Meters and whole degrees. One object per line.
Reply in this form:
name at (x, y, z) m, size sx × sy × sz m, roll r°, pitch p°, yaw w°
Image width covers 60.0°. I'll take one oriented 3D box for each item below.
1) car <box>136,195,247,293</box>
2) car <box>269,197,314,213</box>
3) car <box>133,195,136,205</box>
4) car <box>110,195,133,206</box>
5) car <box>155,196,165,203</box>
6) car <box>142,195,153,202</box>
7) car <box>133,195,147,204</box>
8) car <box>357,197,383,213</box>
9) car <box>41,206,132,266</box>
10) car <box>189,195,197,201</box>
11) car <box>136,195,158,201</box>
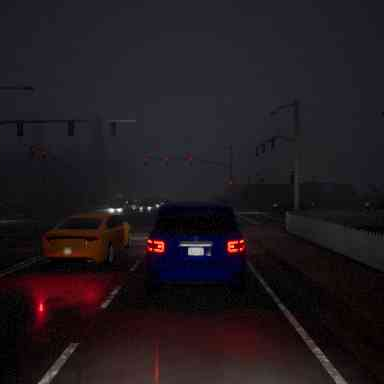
car at (0.083, 1.221, 8.990) m, size 2.150 × 2.045 × 5.566 m, roll 0°, pitch 0°, yaw 0°
car at (10.730, 1.352, 36.046) m, size 4.553 × 1.767 × 2.097 m, roll 0°, pitch 0°, yaw -1°
car at (-10.447, 1.352, 57.411) m, size 2.097 × 1.767 × 4.553 m, roll 0°, pitch 0°, yaw 0°
car at (-10.486, 1.491, 48.200) m, size 2.128 × 1.511 × 4.902 m, roll 0°, pitch 0°, yaw 0°
car at (-6.835, 1.524, 71.677) m, size 1.812 × 1.442 × 4.674 m, roll 0°, pitch 0°, yaw 0°
car at (-10.323, 1.524, 76.935) m, size 1.812 × 1.442 × 4.674 m, roll 0°, pitch 0°, yaw 0°
car at (-10.366, 1.478, 66.680) m, size 1.882 × 1.535 × 5.008 m, roll 0°, pitch 0°, yaw 1°
car at (20.511, 1.352, 36.266) m, size 4.553 × 1.767 × 2.097 m, roll 0°, pitch 0°, yaw -1°
car at (-3.397, 1.478, 11.612) m, size 1.882 × 1.535 × 5.008 m, roll 0°, pitch 0°, yaw 0°
car at (0.204, 1.540, 88.979) m, size 2.033 × 1.411 × 5.357 m, roll 0°, pitch 0°, yaw 0°
car at (-6.976, 1.547, 52.198) m, size 2.033 × 1.411 × 5.357 m, roll 0°, pitch 0°, yaw 0°
